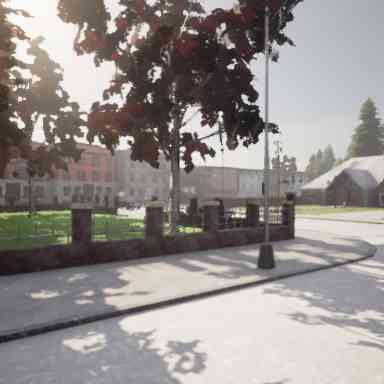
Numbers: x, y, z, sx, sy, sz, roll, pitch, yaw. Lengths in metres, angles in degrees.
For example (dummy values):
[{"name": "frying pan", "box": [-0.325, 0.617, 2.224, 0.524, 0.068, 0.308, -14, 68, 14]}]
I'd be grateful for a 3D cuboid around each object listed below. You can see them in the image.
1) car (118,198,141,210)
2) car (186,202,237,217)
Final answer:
[{"name": "car", "box": [-8.443, 1.537, 44.322, 2.128, 1.511, 4.902, 0, 0, -35]}, {"name": "car", "box": [1.609, 1.589, 30.020, 2.033, 1.411, 5.357, 0, 0, -35]}]
